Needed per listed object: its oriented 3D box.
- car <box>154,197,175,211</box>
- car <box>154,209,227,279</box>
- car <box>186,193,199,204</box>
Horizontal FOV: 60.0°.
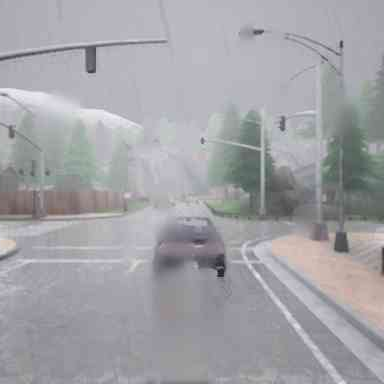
[{"bbox_3d":[-3.586,1.466,41.029,2.128,1.511,4.902,0,0,0],"label":"car"},{"bbox_3d":[-0.117,1.485,10.086,2.128,1.511,4.902,0,0,-3],"label":"car"},{"bbox_3d":[0.108,1.182,63.230,2.150,2.045,5.566,0,0,0],"label":"car"}]
